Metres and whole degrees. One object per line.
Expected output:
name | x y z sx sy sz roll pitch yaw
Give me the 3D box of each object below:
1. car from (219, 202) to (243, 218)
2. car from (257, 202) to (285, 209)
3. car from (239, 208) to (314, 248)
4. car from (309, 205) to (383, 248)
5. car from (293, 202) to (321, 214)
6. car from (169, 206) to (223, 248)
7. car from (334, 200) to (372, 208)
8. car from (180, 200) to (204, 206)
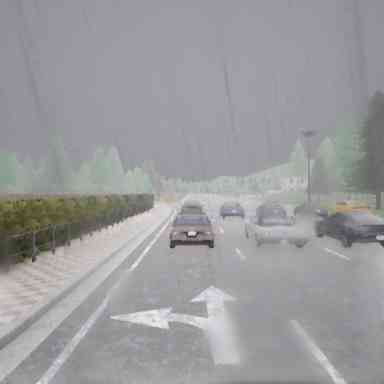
car | 3.500 1.570 29.650 1.994 1.385 4.181 0 0 0
car | 7.000 1.570 29.650 1.994 1.385 4.181 0 0 0
car | 3.500 1.613 14.680 1.895 1.301 4.718 0 0 0
car | 7.000 1.530 14.650 1.812 1.442 4.674 0 0 0
car | 10.500 1.570 29.650 1.994 1.385 4.181 0 0 0
car | 0.000 1.560 14.650 2.033 1.411 5.357 0 0 0
car | 14.000 1.482 29.650 1.882 1.535 5.008 0 0 0
car | 0.000 1.514 29.650 1.837 1.490 4.892 0 0 0
